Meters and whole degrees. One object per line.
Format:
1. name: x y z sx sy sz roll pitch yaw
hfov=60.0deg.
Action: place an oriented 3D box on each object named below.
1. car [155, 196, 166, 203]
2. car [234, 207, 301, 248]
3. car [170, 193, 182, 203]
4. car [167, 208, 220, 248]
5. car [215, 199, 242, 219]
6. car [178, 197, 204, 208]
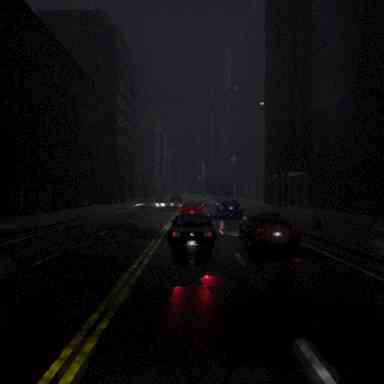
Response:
1. car: -6.500 1.525 69.181 2.128 1.511 4.902 0 0 0
2. car: 3.250 1.573 14.650 1.994 1.385 4.181 0 0 0
3. car: -3.250 1.247 68.875 2.150 2.045 5.566 0 0 0
4. car: 0.000 1.617 14.680 1.895 1.301 4.718 0 0 0
5. car: 3.250 1.373 29.620 2.097 1.767 4.553 0 0 0
6. car: 0.000 1.491 29.650 1.882 1.535 5.008 0 0 0
